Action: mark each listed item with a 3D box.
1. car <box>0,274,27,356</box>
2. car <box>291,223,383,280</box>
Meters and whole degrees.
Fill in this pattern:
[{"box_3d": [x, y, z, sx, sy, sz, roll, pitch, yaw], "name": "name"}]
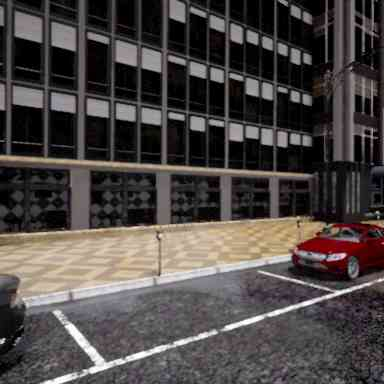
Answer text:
[{"box_3d": [-4.220, 1.547, 3.545, 4.403, 1.369, 2.008, 0, 0, -35], "name": "car"}, {"box_3d": [4.801, 1.607, 9.977, 4.206, 1.307, 1.802, 0, 0, -35], "name": "car"}]
